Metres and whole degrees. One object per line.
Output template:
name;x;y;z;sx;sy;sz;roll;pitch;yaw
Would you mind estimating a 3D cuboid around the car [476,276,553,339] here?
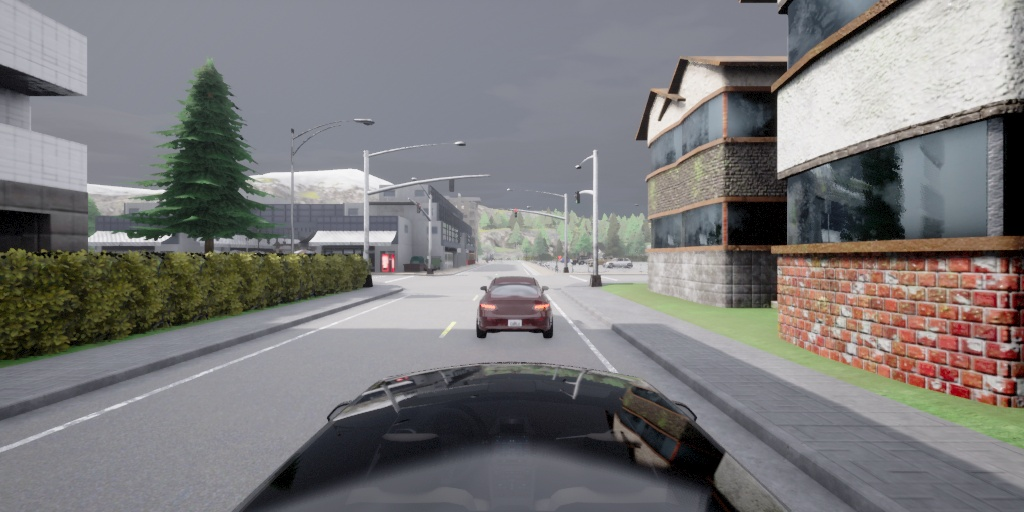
car;0.071;1.276;10.003;1.812;1.442;4.674;0;0;0
